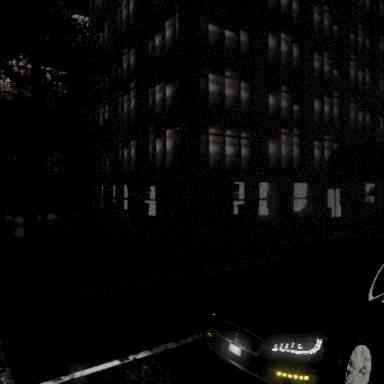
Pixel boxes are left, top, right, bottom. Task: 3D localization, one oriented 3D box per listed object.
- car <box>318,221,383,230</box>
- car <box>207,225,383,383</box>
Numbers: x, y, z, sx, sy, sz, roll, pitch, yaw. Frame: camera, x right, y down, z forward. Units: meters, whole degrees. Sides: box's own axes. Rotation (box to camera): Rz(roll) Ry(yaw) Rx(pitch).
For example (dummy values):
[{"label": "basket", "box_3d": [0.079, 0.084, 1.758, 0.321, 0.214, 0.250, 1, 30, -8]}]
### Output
[{"label": "car", "box_3d": [4.638, 1.572, 9.876, 4.403, 1.369, 2.008, 0, -1, -35]}, {"label": "car", "box_3d": [2.456, 1.516, 5.130, 4.892, 1.490, 1.837, 0, 0, -36]}]
